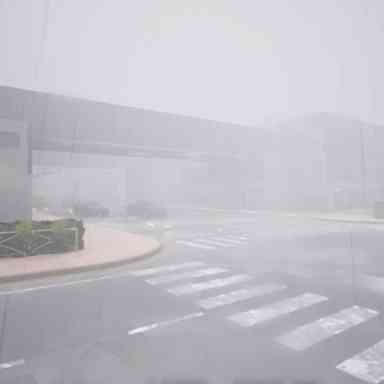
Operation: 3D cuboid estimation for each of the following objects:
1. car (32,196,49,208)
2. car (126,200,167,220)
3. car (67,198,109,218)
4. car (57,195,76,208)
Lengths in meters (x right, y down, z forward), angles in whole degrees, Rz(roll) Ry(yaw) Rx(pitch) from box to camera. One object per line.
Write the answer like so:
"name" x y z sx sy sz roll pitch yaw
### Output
"car" -22.409 1.349 48.471 2.097 1.767 4.553 0 0 -36
"car" -3.986 1.475 28.873 1.882 1.535 5.008 0 0 -36
"car" -9.308 1.545 30.250 2.033 1.411 5.357 0 0 -36
"car" -16.926 1.490 46.799 2.128 1.511 4.902 0 0 -35
